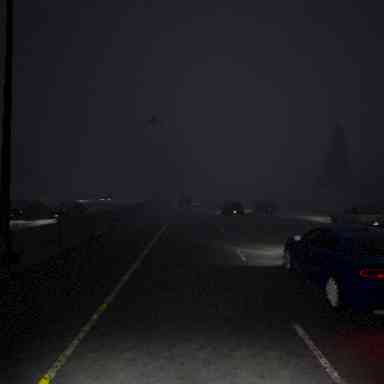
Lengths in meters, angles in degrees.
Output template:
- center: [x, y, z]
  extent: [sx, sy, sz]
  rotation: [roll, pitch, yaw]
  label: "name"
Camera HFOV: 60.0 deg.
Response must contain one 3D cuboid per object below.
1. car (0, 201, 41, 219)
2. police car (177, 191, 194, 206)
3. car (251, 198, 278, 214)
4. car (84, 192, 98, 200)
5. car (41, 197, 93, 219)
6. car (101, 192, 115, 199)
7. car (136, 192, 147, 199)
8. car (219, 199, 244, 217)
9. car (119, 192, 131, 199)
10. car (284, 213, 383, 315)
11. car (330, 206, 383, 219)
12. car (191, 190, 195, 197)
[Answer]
- center: [-14.069, 1.451, 28.633]
  extent: [2.033, 1.411, 5.357]
  rotation: [0, 1, 0]
  label: "car"
- center: [-1.031, 1.089, 46.197]
  extent: [1.930, 1.638, 5.238]
  rotation: [0, 1, 0]
  label: "police car"
- center: [7.114, 1.334, 32.961]
  extent: [1.882, 1.535, 5.008]
  rotation: [0, 1, 0]
  label: "car"
- center: [-20.971, 0.736, 69.440]
  extent: [2.128, 1.511, 4.902]
  rotation: [0, 1, 0]
  label: "car"
- center: [-10.572, 1.452, 28.597]
  extent: [2.033, 1.411, 5.357]
  rotation: [0, 1, 0]
  label: "car"
- center: [-17.471, 0.763, 69.439]
  extent: [1.994, 1.385, 4.181]
  rotation: [0, 1, 0]
  label: "car"
- center: [-10.471, 0.734, 69.436]
  extent: [1.812, 1.442, 4.674]
  rotation: [0, 1, 0]
  label: "car"
- center: [3.613, 1.393, 30.467]
  extent: [1.837, 1.490, 4.892]
  rotation: [0, 1, 0]
  label: "car"
- center: [-13.971, 0.688, 69.437]
  extent: [1.882, 1.535, 5.008]
  rotation: [0, 1, 0]
  label: "car"
- center: [3.603, 1.487, 7.728]
  extent: [1.882, 1.535, 5.008]
  rotation: [0, 0, 0]
  label: "car"
- center: [10.610, 1.563, 21.358]
  extent: [1.895, 1.301, 4.718]
  rotation: [0, 0, 0]
  label: "car"
- center: [-1.027, 0.850, 56.075]
  extent: [2.097, 1.767, 4.553]
  rotation: [0, 1, 0]
  label: "car"
